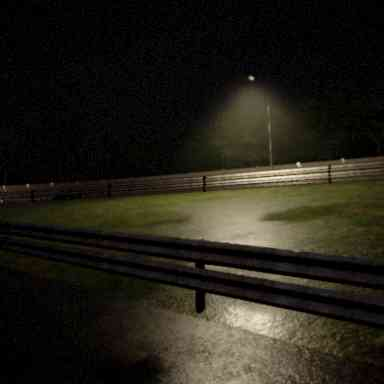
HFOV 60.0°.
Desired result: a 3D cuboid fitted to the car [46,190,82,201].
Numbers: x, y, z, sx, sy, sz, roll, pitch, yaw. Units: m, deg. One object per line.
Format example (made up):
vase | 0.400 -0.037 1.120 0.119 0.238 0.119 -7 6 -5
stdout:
car | -16.495 0.481 42.761 4.892 1.490 1.837 -4 -2 20
